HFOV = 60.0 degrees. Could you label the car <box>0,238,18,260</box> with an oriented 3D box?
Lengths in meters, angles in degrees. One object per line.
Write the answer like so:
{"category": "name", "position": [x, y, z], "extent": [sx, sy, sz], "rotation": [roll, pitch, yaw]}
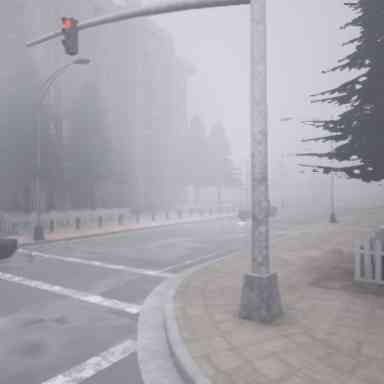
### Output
{"category": "car", "position": [-7.602, 1.722, 9.224], "extent": [1.895, 1.301, 4.718], "rotation": [-1, -1, 32]}

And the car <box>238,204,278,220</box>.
{"category": "car", "position": [6.021, 1.658, 29.689], "extent": [2.033, 1.411, 5.357], "rotation": [-1, 0, 34]}
